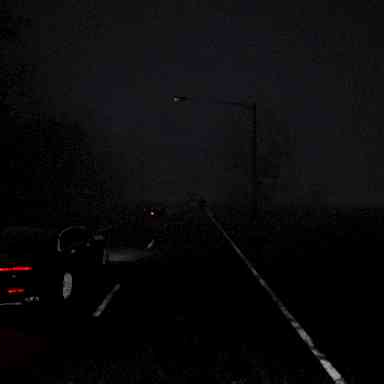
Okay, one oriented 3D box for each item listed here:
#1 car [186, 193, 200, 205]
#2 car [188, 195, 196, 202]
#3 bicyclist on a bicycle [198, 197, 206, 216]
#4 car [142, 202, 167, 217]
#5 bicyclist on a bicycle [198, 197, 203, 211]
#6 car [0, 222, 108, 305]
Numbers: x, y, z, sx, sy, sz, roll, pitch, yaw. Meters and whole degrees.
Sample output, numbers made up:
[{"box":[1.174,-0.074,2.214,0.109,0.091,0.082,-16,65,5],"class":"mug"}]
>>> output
[{"box":[0.090,1.133,56.863,2.150,2.045,5.566,0,0,0],"class":"car"},{"box":[0.004,1.408,74.157,1.812,1.442,4.674,0,0,0],"class":"car"},{"box":[0.968,1.322,30.156,0.659,1.776,1.843,0,0,0],"class":"bicyclist on a bicycle"},{"box":[-3.401,1.551,30.817,1.895,1.301,4.718,0,0,0],"class":"car"},{"box":[0.967,1.390,38.950,0.582,1.620,1.656,0,0,0],"class":"bicyclist on a bicycle"},{"box":[-3.401,1.492,8.037,1.837,1.490,4.892,0,0,0],"class":"car"}]
